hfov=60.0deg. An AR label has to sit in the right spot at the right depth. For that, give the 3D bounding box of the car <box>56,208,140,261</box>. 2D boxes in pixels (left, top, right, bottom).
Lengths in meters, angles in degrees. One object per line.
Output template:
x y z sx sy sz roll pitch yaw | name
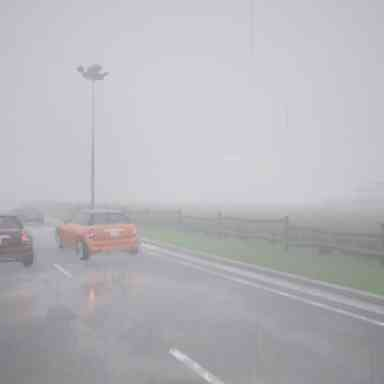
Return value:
-3.841 1.447 13.101 2.097 1.767 4.553 0 0 -35 | car

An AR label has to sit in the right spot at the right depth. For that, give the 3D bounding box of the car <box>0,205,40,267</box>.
-6.779 1.432 11.196 2.097 1.767 4.553 0 0 -35 | car

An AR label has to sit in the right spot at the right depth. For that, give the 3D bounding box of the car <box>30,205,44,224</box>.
-13.057 1.749 26.275 1.994 1.385 4.181 0 -1 -35 | car
